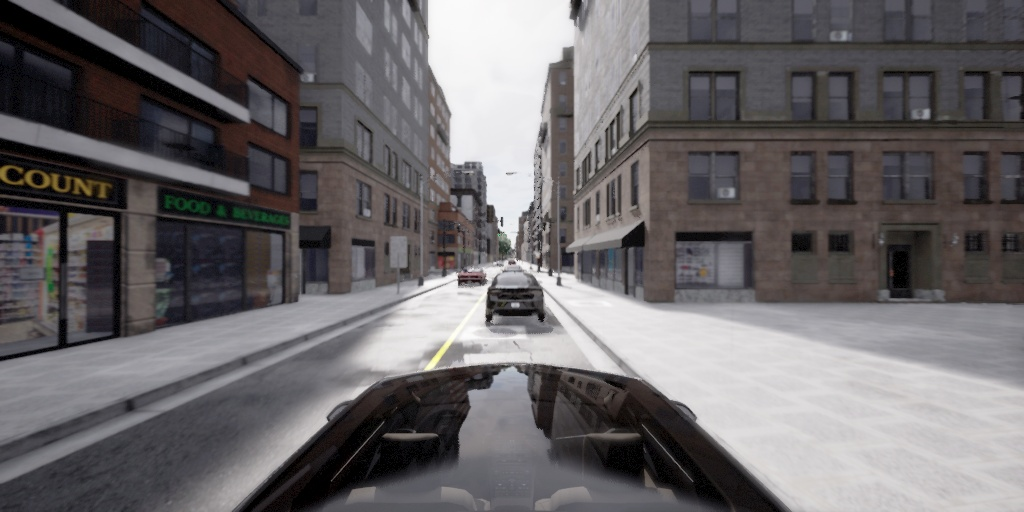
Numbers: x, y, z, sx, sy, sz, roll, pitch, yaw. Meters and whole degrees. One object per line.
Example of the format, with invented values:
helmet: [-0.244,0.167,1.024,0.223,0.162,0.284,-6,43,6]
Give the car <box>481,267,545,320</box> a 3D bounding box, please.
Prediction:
car: [0.103,1.313,12.991,1.882,1.535,5.008,0,-1,0]

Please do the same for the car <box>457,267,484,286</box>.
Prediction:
car: [-3.052,1.547,27.979,1.895,1.301,4.718,0,0,1]

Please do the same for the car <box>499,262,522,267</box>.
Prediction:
car: [0.107,1.458,28.958,1.837,1.490,4.892,0,0,0]
